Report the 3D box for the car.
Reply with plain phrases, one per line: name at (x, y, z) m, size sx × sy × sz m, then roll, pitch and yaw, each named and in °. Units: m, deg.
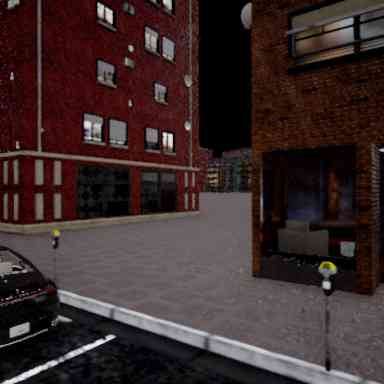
car at (-4.003, 1.550, 5.576) m, size 4.403 × 1.369 × 2.008 m, roll 0°, pitch 0°, yaw 35°
